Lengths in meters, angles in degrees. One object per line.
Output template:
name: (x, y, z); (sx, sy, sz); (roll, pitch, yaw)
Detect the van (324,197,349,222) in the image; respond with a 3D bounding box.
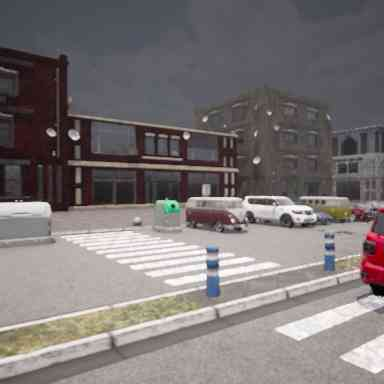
van: (10.370, 1.389, 26.922); (1.878, 1.987, 4.442); (1, 0, -36)

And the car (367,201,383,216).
car: (21.474, 1.783, 34.873); (2.097, 1.535, 5.008); (1, -1, -36)

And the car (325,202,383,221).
car: (14.809, 1.700, 29.980); (2.163, 1.488, 4.792); (1, -1, -36)

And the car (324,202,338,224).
car: (8.111, 1.631, 25.134); (2.002, 1.452, 4.674); (1, 0, -36)

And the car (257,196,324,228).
car: (5.902, 1.320, 23.484); (2.435, 2.045, 5.566); (0, 0, -36)

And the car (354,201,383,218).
car: (19.241, 1.743, 33.257); (2.231, 1.521, 4.892); (1, -1, -36)

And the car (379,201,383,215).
car: (23.694, 1.828, 36.505); (2.097, 1.535, 5.008); (1, -1, -36)

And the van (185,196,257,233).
van: (1.501, 1.317, 20.164); (1.878, 1.987, 4.442); (0, 0, -36)

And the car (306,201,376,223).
car: (12.562, 1.641, 28.385); (2.097, 1.535, 5.008); (1, 0, -36)

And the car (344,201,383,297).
car: (5.988, 1.267, 7.437); (5.566, 2.045, 2.150); (0, 0, -36)

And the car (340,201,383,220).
car: (17.014, 1.706, 31.634); (2.231, 1.521, 4.892); (1, -1, -36)
